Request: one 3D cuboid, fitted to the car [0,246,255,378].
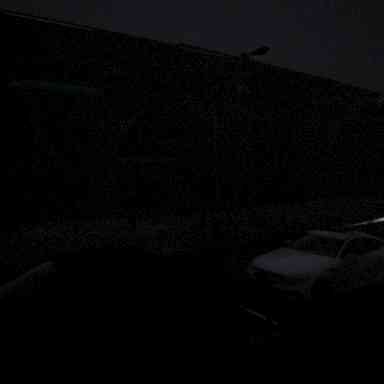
[{"bbox_3d":[-1.718,1.682,5.287,5.008,1.535,2.097,0,-1,-27],"label":"car"}]

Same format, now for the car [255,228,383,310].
[{"bbox_3d":[3.542,1.705,8.463,4.674,1.452,2.002,-1,2,-32],"label":"car"}]
